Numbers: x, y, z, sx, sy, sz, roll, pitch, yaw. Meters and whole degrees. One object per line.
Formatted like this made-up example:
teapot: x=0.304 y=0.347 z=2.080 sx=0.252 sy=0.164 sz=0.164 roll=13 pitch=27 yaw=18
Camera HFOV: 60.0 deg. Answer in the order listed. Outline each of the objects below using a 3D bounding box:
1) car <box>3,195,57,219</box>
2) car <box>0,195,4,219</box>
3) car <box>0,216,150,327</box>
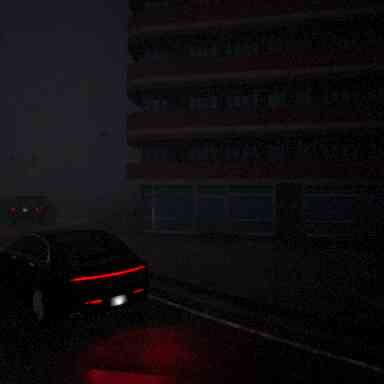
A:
car: x=-11.126 y=1.239 z=23.585 sx=2.150 sy=2.045 sz=5.566 roll=0 pitch=0 yaw=-13
car: x=-15.024 y=1.225 z=25.790 sx=2.150 sy=2.045 sz=5.566 roll=0 pitch=0 yaw=-9
car: x=-2.851 y=1.514 z=7.174 sx=1.837 sy=1.490 sz=4.892 roll=0 pitch=0 yaw=-43
